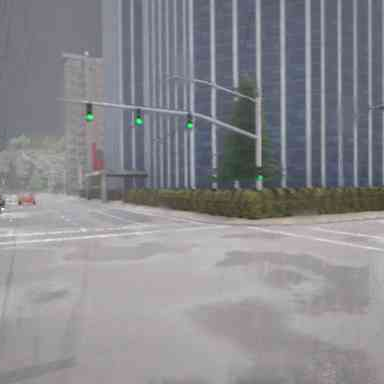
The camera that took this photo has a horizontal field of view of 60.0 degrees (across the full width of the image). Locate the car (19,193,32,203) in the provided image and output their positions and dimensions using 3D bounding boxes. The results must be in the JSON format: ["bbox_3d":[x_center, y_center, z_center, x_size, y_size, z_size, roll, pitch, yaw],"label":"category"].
[{"bbox_3d":[-28.562,0.970,56.960,1.812,1.442,4.674,-1,1,-28],"label":"car"}]

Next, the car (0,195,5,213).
[{"bbox_3d":[-19.155,1.228,31.668,1.837,1.490,4.892,-1,1,-28],"label":"car"}]

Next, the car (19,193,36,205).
[{"bbox_3d":[-23.732,0.881,47.872,2.097,1.767,4.553,-1,1,-28],"label":"car"}]

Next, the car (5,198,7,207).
[{"bbox_3d":[-23.998,1.127,40.916,2.128,1.511,4.902,-1,1,-28],"label":"car"}]
